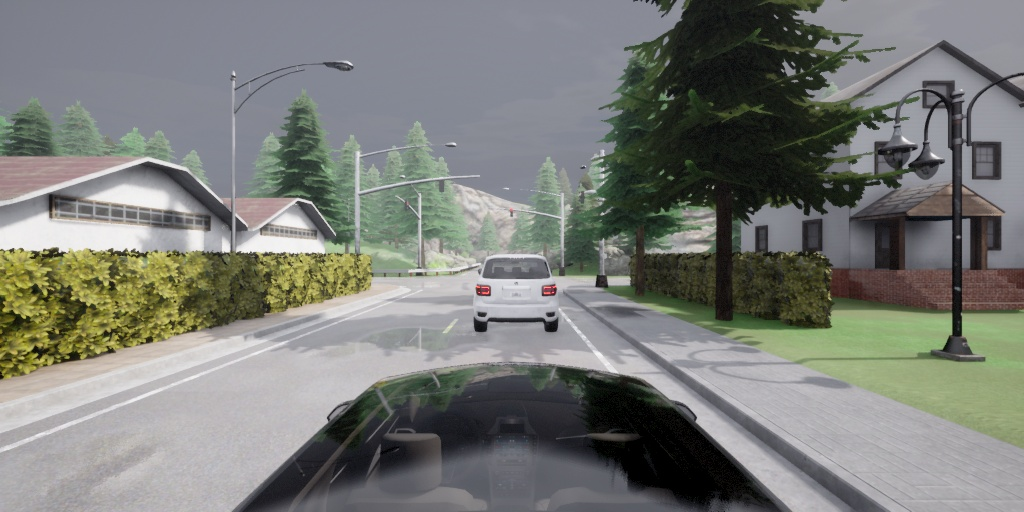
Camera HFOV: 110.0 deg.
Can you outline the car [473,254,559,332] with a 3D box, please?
[{"bbox_3d":[0.104,0.971,10.964,2.150,2.045,5.566,0,0,0],"label":"car"}]
